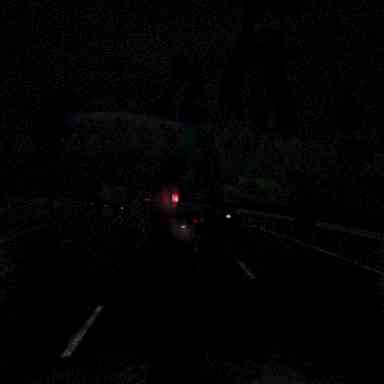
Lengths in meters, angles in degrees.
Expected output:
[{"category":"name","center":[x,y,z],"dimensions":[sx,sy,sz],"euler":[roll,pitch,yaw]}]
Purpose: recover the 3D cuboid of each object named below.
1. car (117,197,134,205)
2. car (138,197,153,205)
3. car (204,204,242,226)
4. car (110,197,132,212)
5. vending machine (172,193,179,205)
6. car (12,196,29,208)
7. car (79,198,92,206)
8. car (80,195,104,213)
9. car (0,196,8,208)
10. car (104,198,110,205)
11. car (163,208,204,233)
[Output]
[{"category":"car","center":[-12.721,1.705,63.468],"dimensions":[2.128,1.511,4.902],"euler":[-1,0,-24]},{"category":"car","center":[-8.921,1.649,63.563],"dimensions":[2.128,1.511,4.902],"euler":[-1,0,-24]},{"category":"car","center":[2.036,1.544,23.406],"dimensions":[1.994,1.385,4.181],"euler":[-1,0,-9]},{"category":"car","center":[-8.980,1.655,41.863],"dimensions":[1.837,1.490,4.892],"euler":[0,0,-16]},{"category":"vending machine","center":[-3.094,1.268,62.058],"dimensions":[1.100,2.100,0.880],"euler":[-1,0,-21]},{"category":"car","center":[-28.371,1.673,55.169],"dimensions":[2.150,2.045,5.566],"euler":[-1,0,-22]},{"category":"car","center":[-19.778,1.843,61.893],"dimensions":[1.812,1.442,4.674],"euler":[-1,0,-24]},{"category":"car","center":[-12.089,1.418,40.357],"dimensions":[2.150,2.045,5.566],"euler":[-1,0,-16]},{"category":"car","center":[-32.819,1.727,56.636],"dimensions":[2.150,2.045,5.566],"euler":[-1,0,-23]},{"category":"car","center":[-16.327,1.831,62.675],"dimensions":[1.994,1.385,4.181],"euler":[-1,0,-24]},{"category":"car","center":[-0.738,1.620,20.065],"dimensions":[1.895,1.301,4.718],"euler":[-1,0,-8]}]
